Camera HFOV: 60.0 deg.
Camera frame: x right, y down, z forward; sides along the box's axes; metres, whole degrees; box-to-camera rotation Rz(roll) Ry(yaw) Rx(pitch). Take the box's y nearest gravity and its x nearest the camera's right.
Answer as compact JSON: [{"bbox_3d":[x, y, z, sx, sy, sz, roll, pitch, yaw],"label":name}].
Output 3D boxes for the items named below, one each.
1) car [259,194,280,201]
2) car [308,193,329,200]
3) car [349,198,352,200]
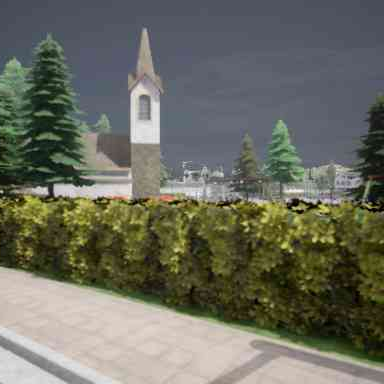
[{"bbox_3d":[18.013,1.404,78.441,4.514,1.523,2.007,0,0,35],"label":"car"},{"bbox_3d":[32.860,1.368,86.323,3.633,1.501,1.845,0,0,35],"label":"car"},{"bbox_3d":[34.964,1.410,70.192,3.806,1.475,1.970,0,0,35],"label":"car"}]
